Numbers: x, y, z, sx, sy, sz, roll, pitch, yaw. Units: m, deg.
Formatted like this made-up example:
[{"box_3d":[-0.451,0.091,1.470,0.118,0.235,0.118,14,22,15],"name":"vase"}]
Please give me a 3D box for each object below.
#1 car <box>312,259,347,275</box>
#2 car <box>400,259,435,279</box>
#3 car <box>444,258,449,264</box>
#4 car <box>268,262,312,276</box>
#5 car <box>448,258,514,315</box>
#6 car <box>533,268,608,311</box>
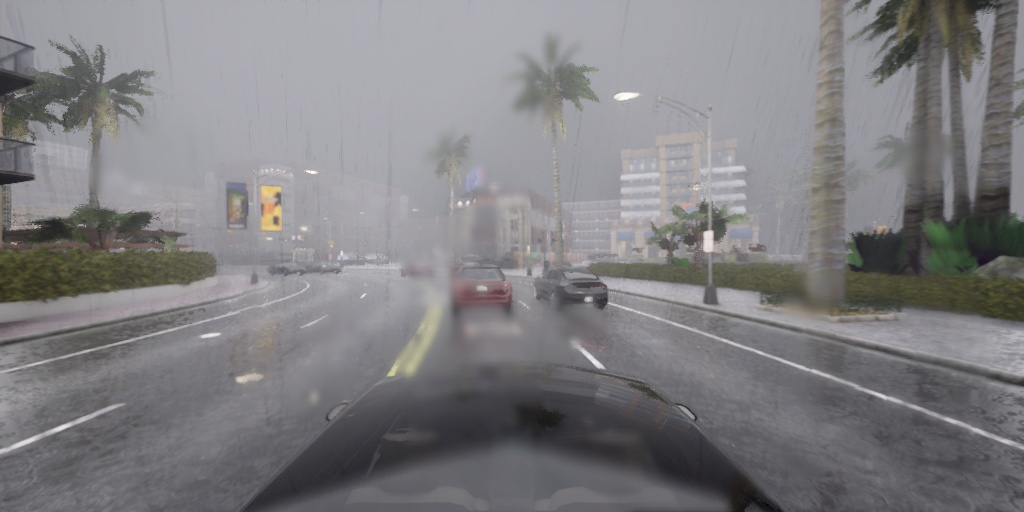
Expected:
[{"box_3d":[-21.352,1.352,40.490,5.357,1.411,2.033,0,0,36],"name":"car"},{"box_3d":[-8.425,1.273,32.074,1.812,1.442,4.674,0,0,-33],"name":"car"},{"box_3d":[-4.028,1.201,31.594,1.882,1.535,5.008,0,0,-30],"name":"car"},{"box_3d":[-23.901,1.369,38.049,5.357,1.411,2.033,0,0,34],"name":"car"},{"box_3d":[-1.289,1.089,13.725,2.097,1.767,4.553,0,0,-10],"name":"car"},{"box_3d":[2.163,1.222,14.302,1.837,1.490,4.892,0,0,-10],"name":"car"}]
